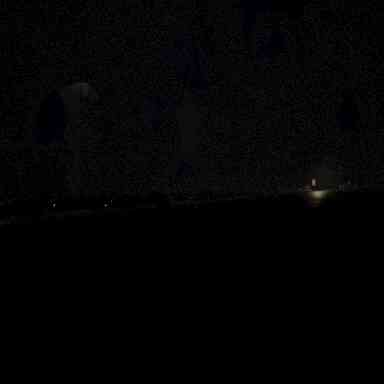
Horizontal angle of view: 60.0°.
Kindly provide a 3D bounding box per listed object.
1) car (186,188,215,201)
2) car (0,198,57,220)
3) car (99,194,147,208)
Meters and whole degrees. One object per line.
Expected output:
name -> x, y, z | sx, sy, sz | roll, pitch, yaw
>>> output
car -> 1.199, 0.315, 43.182 | 1.837, 1.490, 4.892 | -1, 1, 36
car -> -12.525, 1.137, 23.913 | 2.033, 1.411, 5.357 | -1, 1, 34
car -> -6.628, 0.847, 32.241 | 1.895, 1.301, 4.718 | -1, 1, 36
